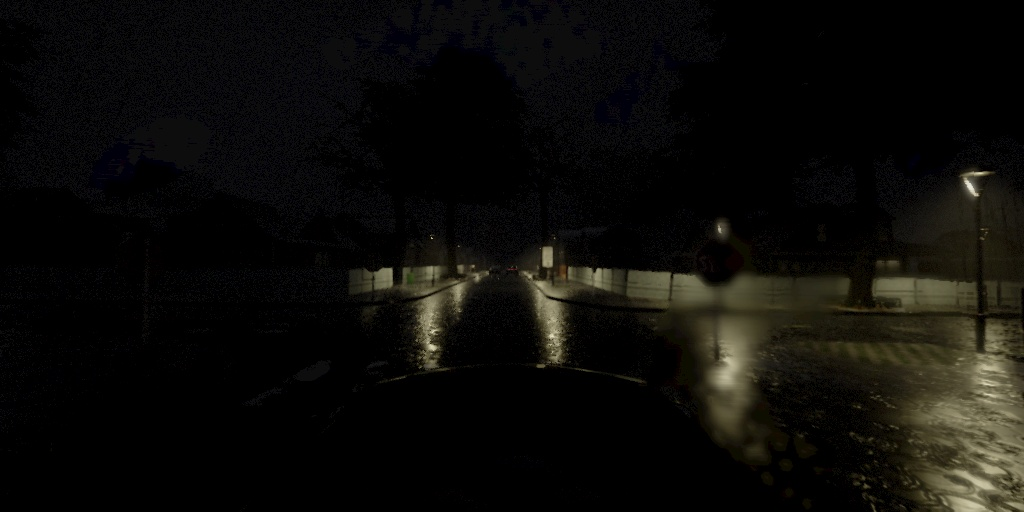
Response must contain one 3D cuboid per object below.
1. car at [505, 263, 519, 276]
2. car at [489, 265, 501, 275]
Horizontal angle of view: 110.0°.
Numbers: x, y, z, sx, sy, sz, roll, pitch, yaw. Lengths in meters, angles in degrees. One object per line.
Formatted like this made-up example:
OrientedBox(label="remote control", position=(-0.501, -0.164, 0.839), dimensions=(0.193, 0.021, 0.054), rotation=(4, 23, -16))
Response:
OrientedBox(label="car", position=(0.004, 2.175, 53.840), dimensions=(2.128, 1.511, 4.902), rotation=(0, -1, 0))
OrientedBox(label="car", position=(-2.746, 2.312, 59.673), dimensions=(2.128, 1.511, 4.902), rotation=(0, -1, 0))
